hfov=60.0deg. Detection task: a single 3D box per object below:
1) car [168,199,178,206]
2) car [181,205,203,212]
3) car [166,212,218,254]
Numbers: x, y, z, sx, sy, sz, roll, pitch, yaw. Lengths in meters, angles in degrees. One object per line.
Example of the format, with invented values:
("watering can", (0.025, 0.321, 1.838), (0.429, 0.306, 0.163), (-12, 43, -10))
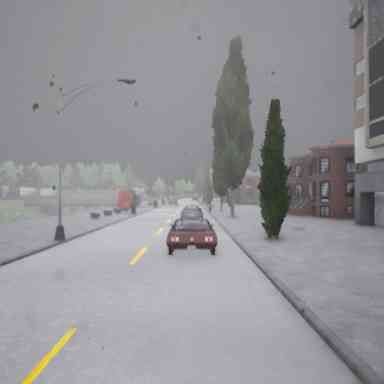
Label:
("car", (-4.024, 2.170, 70.962), (1.837, 1.490, 4.892), (0, -1, 0))
("car", (-0.006, 1.842, 29.324), (1.994, 1.385, 4.181), (0, 0, 0))
("car", (-0.003, 1.735, 14.103), (1.895, 1.301, 4.718), (0, -1, 0))
